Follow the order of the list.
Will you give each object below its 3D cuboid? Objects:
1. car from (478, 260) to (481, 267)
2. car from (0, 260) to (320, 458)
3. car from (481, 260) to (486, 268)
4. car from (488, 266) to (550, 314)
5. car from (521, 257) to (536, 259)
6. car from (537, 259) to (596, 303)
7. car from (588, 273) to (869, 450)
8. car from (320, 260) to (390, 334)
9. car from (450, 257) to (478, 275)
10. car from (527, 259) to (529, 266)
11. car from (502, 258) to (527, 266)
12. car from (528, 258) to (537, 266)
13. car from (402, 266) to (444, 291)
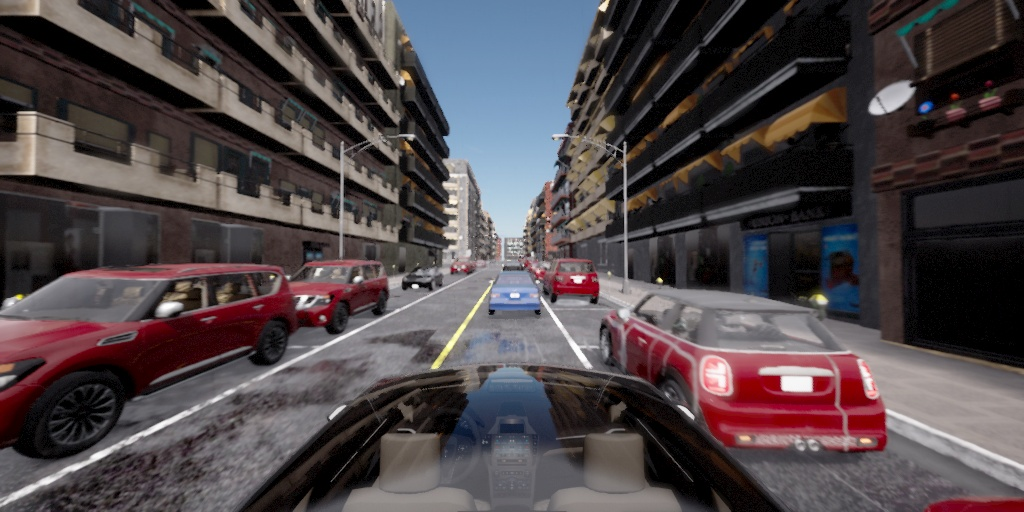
[{"bbox_3d":[-5.314,1.272,43.977,1.888,1.381,4.507,0,0,0],"label":"car"},{"bbox_3d":[-5.314,1.059,5.265,2.192,1.841,5.009,0,0,0],"label":"car"},{"bbox_3d":[-5.314,1.330,60.570,1.802,1.307,4.207,0,0,0],"label":"car"},{"bbox_3d":[0.099,1.280,13.724,2.033,1.411,5.357,0,0,0],"label":"car"},{"bbox_3d":[2.534,1.047,49.453,2.192,1.841,5.009,0,0,0],"label":"car"},{"bbox_3d":[2.534,1.045,16.266,2.192,1.841,5.009,0,0,0],"label":"car"},{"bbox_3d":[2.576,1.185,5.205,1.967,1.591,4.097,0,0,0],"label":"car"},{"bbox_3d":[-5.314,1.051,10.795,2.192,1.841,5.009,0,0,0],"label":"car"},{"bbox_3d":[-5.314,1.038,38.446,2.192,1.841,5.009,0,0,0],"label":"car"},{"bbox_3d":[2.534,1.306,38.391,1.802,1.307,4.207,0,0,0],"label":"car"},{"bbox_3d":[0.103,1.200,32.383,1.882,1.535,5.008,0,0,0],"label":"car"},{"bbox_3d":[2.534,1.163,27.329,1.967,1.591,4.097,0,0,0],"label":"car"},{"bbox_3d":[-5.314,1.291,21.857,1.948,1.339,4.313,0,0,0],"label":"car"}]
